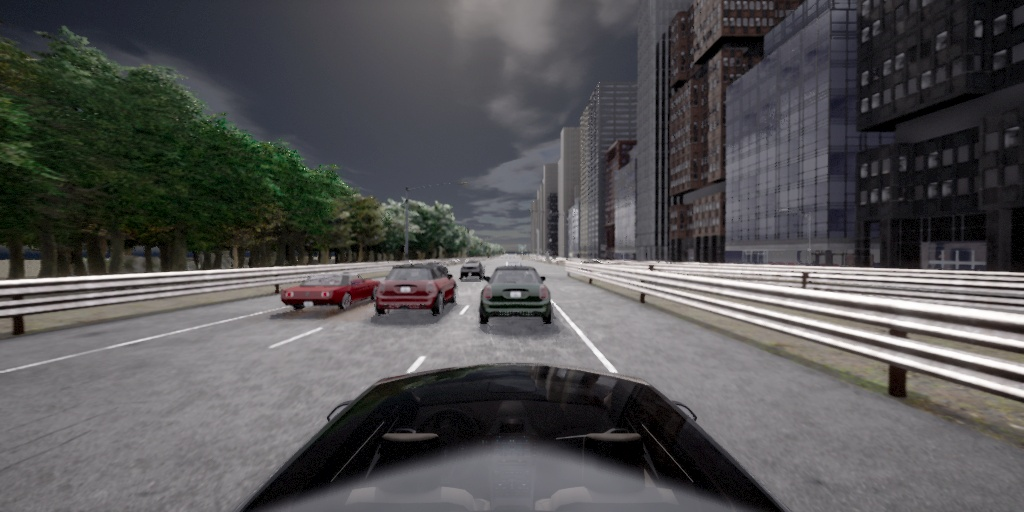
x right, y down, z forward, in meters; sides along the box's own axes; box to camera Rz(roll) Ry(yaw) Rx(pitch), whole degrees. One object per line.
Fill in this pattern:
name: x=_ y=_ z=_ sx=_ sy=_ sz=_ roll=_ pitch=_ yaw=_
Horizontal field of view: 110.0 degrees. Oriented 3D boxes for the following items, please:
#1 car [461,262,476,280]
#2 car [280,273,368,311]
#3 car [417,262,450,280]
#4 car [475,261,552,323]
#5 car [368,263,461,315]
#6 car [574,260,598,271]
car: x=-3.387 y=1.222 z=31.364 sx=1.837 sy=1.490 sz=4.892 roll=0 pitch=0 yaw=0
car: x=-6.901 y=1.334 z=14.377 sx=1.895 sy=1.301 sz=4.718 roll=0 pitch=0 yaw=0
car: x=-6.886 y=1.280 z=31.875 sx=1.994 sy=1.385 sz=4.181 roll=0 pitch=0 yaw=0
car: x=0.105 y=1.088 z=12.132 sx=2.097 sy=1.767 sz=4.553 roll=0 pitch=0 yaw=0
car: x=-3.395 y=1.086 z=13.564 sx=2.097 sy=1.767 sz=4.553 roll=0 pitch=0 yaw=0
car: x=9.411 y=1.265 z=44.697 sx=1.837 sy=1.490 sz=4.892 roll=0 pitch=0 yaw=-13
